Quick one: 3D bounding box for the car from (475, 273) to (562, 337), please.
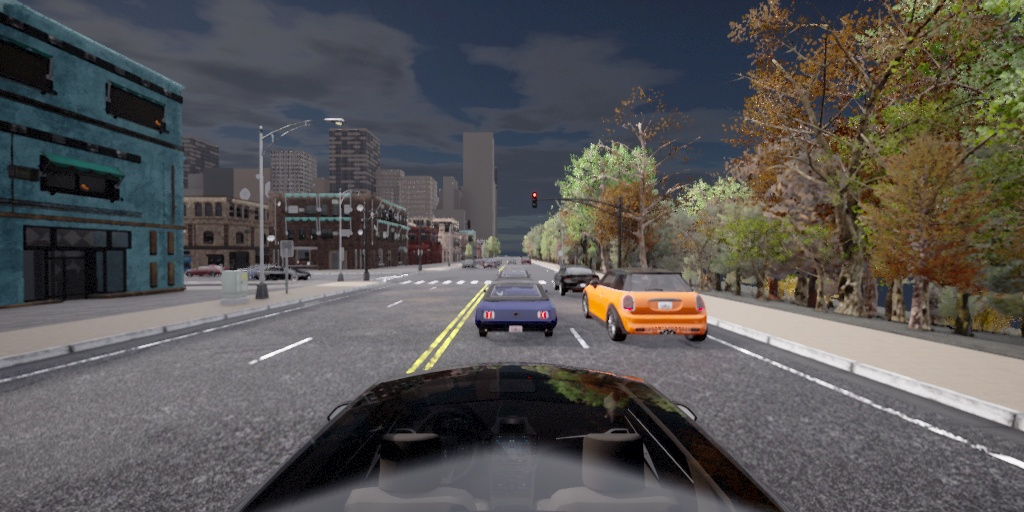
[{"bbox_3d":[0.103,1.348,10.234,1.895,1.301,4.718,0,0,0],"label":"car"}]

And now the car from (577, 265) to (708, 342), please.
[{"bbox_3d":[3.350,1.099,9.956,2.097,1.767,4.553,0,0,0],"label":"car"}]

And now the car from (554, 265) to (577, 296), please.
[{"bbox_3d":[3.356,1.222,19.239,1.882,1.535,5.008,0,0,1],"label":"car"}]

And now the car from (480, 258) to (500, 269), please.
[{"bbox_3d":[-3.314,1.292,54.955,1.994,1.385,4.181,0,0,0],"label":"car"}]

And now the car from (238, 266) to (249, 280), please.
[{"bbox_3d":[-22.963,1.563,34.061,4.181,1.385,1.994,-1,1,0],"label":"car"}]

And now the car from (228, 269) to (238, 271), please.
[{"bbox_3d":[-28.266,1.552,39.866,4.403,1.370,2.007,0,0,0],"label":"car"}]

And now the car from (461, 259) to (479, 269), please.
[{"bbox_3d":[-6.564,1.233,55.033,1.837,1.490,4.892,0,0,0],"label":"car"}]

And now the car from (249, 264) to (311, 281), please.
[{"bbox_3d":[-19.936,1.558,31.350,4.313,1.339,1.948,0,0,0],"label":"car"}]

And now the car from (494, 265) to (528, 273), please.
[{"bbox_3d":[0.107,1.345,19.396,1.895,1.301,4.718,0,0,0],"label":"car"}]

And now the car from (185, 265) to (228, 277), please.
[{"bbox_3d":[-33.802,1.646,39.875,4.207,1.307,1.802,0,0,0],"label":"car"}]
